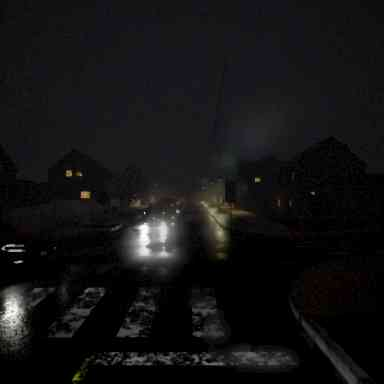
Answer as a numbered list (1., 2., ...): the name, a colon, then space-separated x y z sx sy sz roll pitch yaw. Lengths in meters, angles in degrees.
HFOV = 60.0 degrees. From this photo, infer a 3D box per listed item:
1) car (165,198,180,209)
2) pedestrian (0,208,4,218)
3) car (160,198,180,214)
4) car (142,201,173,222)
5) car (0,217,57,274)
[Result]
1. car: -2.802 1.623 48.446 1.882 1.535 5.008 0 0 0
2. pedestrian: -9.803 1.384 16.625 0.375 1.860 0.375 0 -3 -1
3. car: -2.823 1.447 37.074 2.097 1.767 4.553 0 0 0
4. car: -2.830 1.660 27.051 1.895 1.301 4.718 0 0 0
5. car: -6.341 1.379 9.697 5.008 1.535 1.882 0 -2 18
